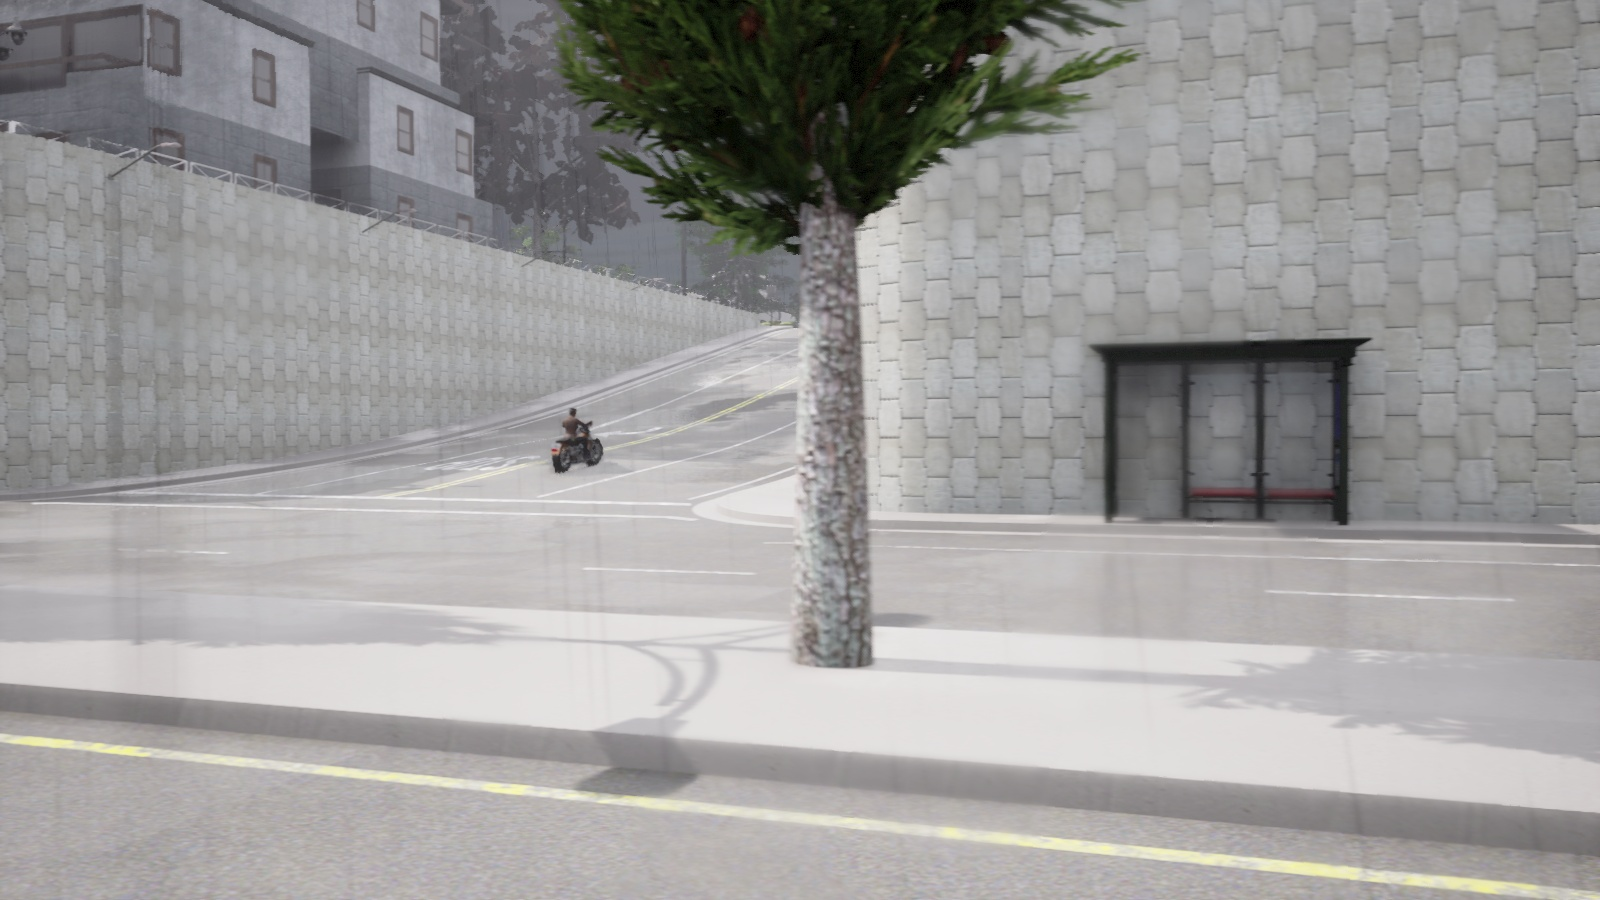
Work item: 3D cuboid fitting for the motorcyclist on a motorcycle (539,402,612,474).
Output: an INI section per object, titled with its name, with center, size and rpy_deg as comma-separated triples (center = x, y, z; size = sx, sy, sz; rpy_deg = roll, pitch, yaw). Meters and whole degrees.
[motorcyclist on a motorcycle]
center = -5.733, -0.345, 32.239
size = 0.766, 1.649, 2.350
rpy_deg = 2, 6, 19
